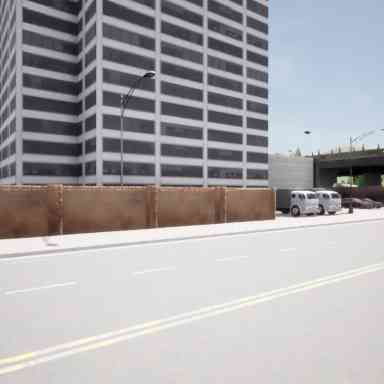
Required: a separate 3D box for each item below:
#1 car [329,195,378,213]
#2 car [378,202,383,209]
[{"bbox_3d":[20.275,1.470,41.911,1.812,1.442,4.674,0,0,-36],"label":"car"},{"bbox_3d":[23.003,1.508,44.113,1.994,1.385,4.181,0,0,-36],"label":"car"}]
